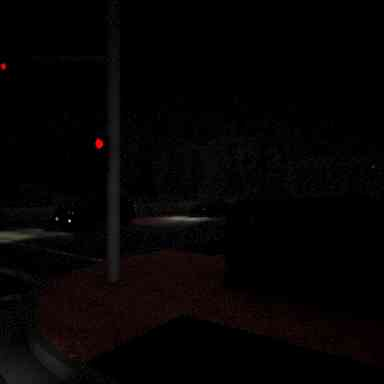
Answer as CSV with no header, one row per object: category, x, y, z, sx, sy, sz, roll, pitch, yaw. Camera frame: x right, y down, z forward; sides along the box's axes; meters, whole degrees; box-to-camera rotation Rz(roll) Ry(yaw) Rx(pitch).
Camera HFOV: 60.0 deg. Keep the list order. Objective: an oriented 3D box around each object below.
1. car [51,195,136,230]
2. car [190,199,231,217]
car,-6.119,1.206,21.472,2.150,2.045,5.566,0,0,38
car,1.821,1.463,31.480,1.882,1.535,5.008,0,0,39
